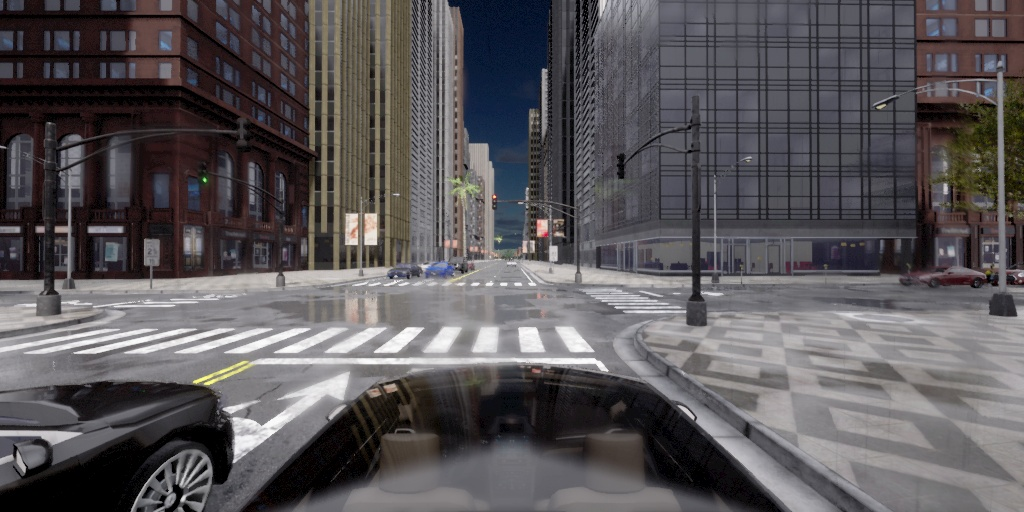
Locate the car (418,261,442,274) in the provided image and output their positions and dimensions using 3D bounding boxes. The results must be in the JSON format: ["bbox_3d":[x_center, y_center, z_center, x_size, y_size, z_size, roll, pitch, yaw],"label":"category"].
[{"bbox_3d":[-9.914,1.368,43.715,1.812,1.442,4.674,0,0,0],"label":"car"}]

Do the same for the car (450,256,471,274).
[{"bbox_3d":[-6.660,1.064,43.666,2.150,2.045,5.566,0,0,0],"label":"car"}]

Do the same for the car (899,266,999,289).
[{"bbox_3d":[26.434,1.274,22.006,4.207,1.307,1.802,0,0,-1],"label":"car"}]

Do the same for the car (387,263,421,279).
[{"bbox_3d":[-9.864,1.359,33.528,2.033,1.411,5.357,0,0,3],"label":"car"}]

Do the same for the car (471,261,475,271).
[{"bbox_3d":[-6.658,1.408,53.956,1.812,1.442,4.674,0,0,0],"label":"car"}]

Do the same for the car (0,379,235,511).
[{"bbox_3d":[-3.138,1.241,0.918,2.128,1.511,4.902,0,0,-1],"label":"car"}]

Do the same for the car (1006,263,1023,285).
[{"bbox_3d":[32.072,1.116,22.102,4.097,1.591,1.967,0,0,-1],"label":"car"}]

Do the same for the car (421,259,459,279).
[{"bbox_3d":[-6.644,1.289,33.558,1.882,1.535,5.008,0,0,2],"label":"car"}]
